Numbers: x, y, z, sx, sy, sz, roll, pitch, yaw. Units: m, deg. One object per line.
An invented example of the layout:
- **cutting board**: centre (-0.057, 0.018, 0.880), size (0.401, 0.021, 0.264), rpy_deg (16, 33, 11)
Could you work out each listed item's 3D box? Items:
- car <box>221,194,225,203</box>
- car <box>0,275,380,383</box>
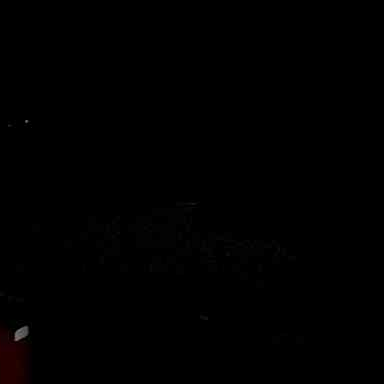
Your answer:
- **car**: centre (4.662, 1.055, 54.203), size (1.994, 1.385, 4.181), rpy_deg (-1, 0, 36)
- **car**: centre (-0.584, 1.570, 3.377), size (4.507, 1.381, 1.887), rpy_deg (-1, 0, 35)
